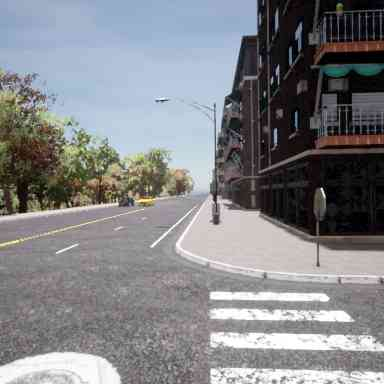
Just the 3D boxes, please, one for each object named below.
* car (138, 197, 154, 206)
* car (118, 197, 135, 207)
[{"bbox_3d":[-7.303,1.481,53.636,1.882,1.535,5.008,-1,0,3],"label":"car"},{"bbox_3d":[-10.547,1.552,53.831,1.837,1.490,4.892,-1,0,3],"label":"car"}]
